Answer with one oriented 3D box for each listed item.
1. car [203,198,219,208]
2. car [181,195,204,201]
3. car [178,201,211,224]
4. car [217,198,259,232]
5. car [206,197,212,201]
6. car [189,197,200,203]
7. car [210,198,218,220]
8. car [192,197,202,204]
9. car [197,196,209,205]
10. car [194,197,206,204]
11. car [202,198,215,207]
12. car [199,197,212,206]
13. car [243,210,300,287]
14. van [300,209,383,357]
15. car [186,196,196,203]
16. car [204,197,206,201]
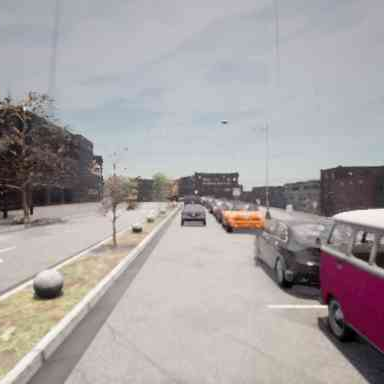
[{"bbox_3d":[2.978,1.704,53.514,2.231,1.521,4.892,0,0,0],"label":"car"},{"bbox_3d":[0.083,1.374,42.346,2.150,2.045,5.566,0,0,0],"label":"car"},{"bbox_3d":[0.098,1.615,25.099,2.033,1.411,5.357,0,0,0],"label":"car"},{"bbox_3d":[2.993,1.403,20.363,2.185,1.767,4.553,0,0,0],"label":"car"},{"bbox_3d":[2.990,1.480,37.053,2.185,1.767,4.553,0,0,0],"label":"car"},{"bbox_3d":[0.512,2.086,86.688,2.231,1.521,4.892,0,-1,-7],"label":"car"},{"bbox_3d":[2.991,1.619,31.559,2.002,1.452,4.674,0,0,0],"label":"car"},{"bbox_3d":[1.201,2.060,81.311,2.002,1.452,4.674,0,-1,-6],"label":"car"},{"bbox_3d":[2.282,1.765,70.118,2.185,1.767,4.553,0,-1,-4],"label":"car"},{"bbox_3d":[1.785,1.986,75.822,2.163,1.488,4.792,0,-1,-5],"label":"car"},{"bbox_3d":[2.864,1.802,59.060,2.002,1.452,4.674,0,-1,-1],"label":"car"},{"bbox_3d":[2.631,1.827,64.604,2.097,1.535,5.008,0,-1,-2],"label":"car"},{"bbox_3d":[2.996,1.495,9.346,2.231,1.521,4.892,0,0,0],"label":"car"},{"bbox_3d":[2.997,1.258,3.949,1.878,1.987,4.442,0,0,0],"label":"van"},{"bbox_3d":[-0.331,2.045,92.262,2.185,1.767,4.553,0,-1,-9],"label":"car"},{"bbox_3d":[2.988,1.663,47.994,2.231,1.521,4.892,0,0,0],"label":"car"}]
